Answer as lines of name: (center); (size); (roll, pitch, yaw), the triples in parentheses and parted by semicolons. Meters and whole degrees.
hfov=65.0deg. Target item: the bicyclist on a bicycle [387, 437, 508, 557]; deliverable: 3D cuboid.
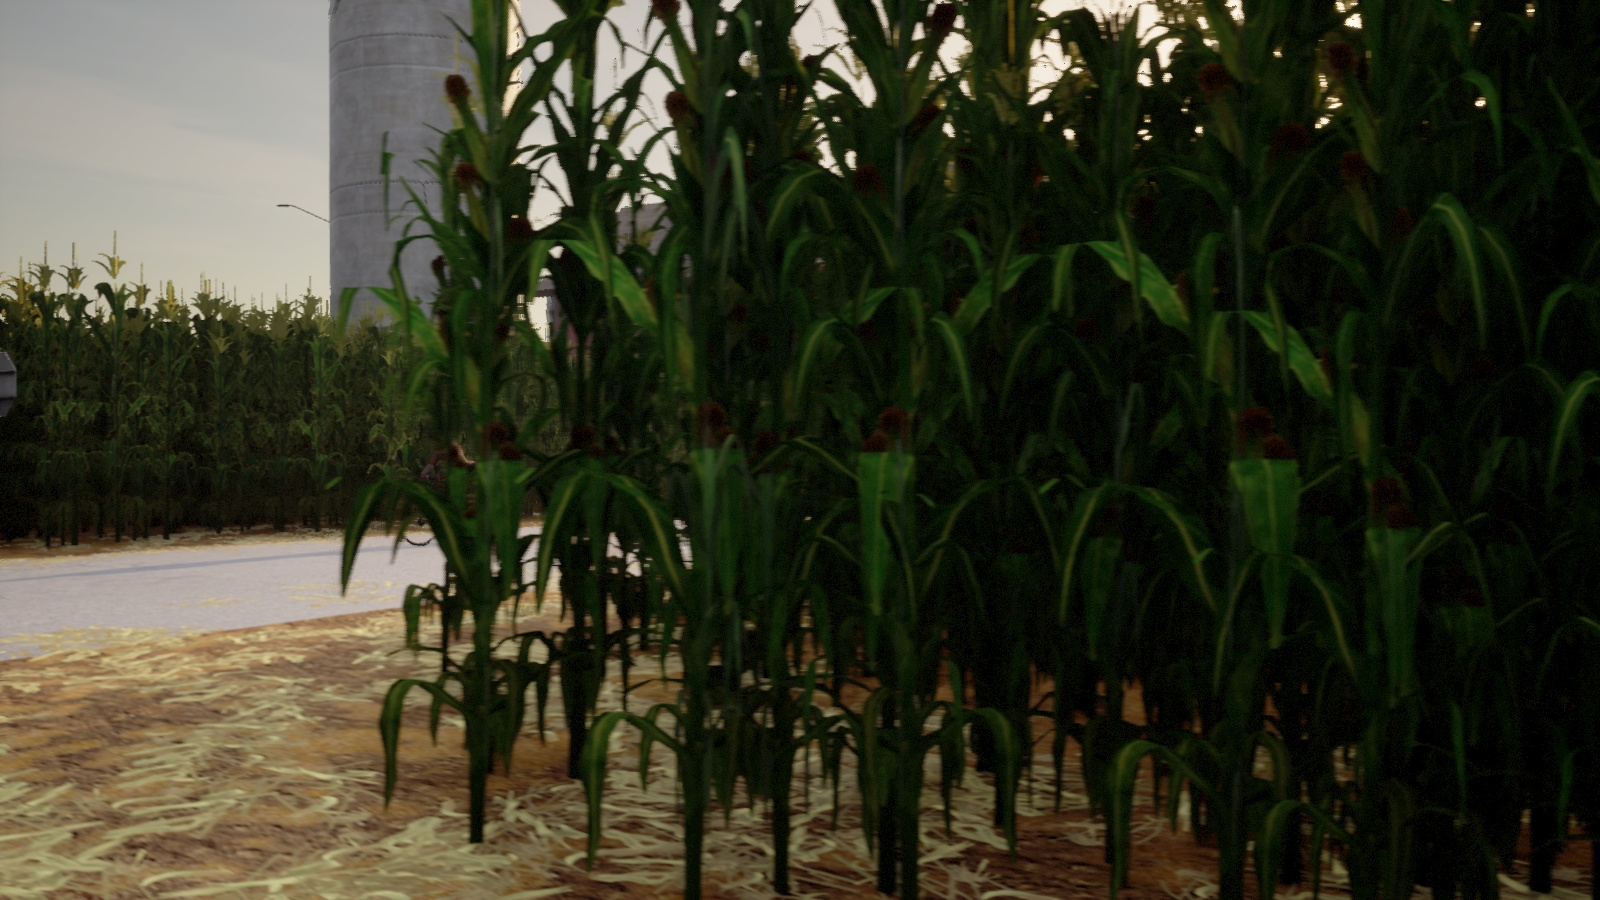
bicyclist on a bicycle: (-4.987, 0.633, 17.845); (0.582, 1.620, 1.656); (-1, 0, 33)
